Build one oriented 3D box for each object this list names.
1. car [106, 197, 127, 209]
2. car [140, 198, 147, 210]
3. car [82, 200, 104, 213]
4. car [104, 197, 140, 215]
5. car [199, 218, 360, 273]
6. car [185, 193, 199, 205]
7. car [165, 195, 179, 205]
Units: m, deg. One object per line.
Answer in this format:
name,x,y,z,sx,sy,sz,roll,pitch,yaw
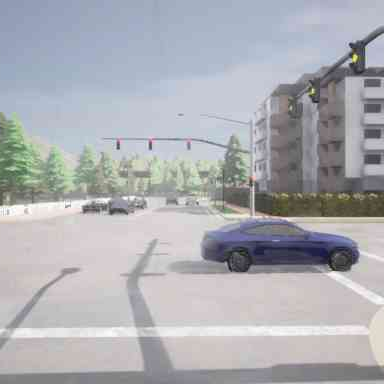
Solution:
car,-10.517,1.476,46.687,1.882,1.535,5.008,0,0,0
car,-7.033,1.490,43.708,2.128,1.511,4.902,0,0,0
car,-10.535,1.600,36.647,1.895,1.301,4.718,0,0,0
car,-7.049,1.546,34.058,2.033,1.411,5.357,0,0,1
car,2.558,1.525,10.062,4.674,1.442,1.812,0,0,-2
car,0.059,1.220,58.096,2.150,2.045,5.566,0,0,0
car,-3.441,1.350,58.025,2.097,1.767,4.553,0,0,0
